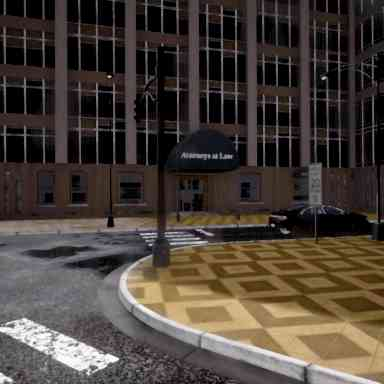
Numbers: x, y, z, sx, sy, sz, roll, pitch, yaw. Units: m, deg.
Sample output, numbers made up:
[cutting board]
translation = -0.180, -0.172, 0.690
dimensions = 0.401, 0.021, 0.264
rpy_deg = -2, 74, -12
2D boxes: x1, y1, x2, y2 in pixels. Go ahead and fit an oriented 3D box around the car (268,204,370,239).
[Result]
[car]
translation = 6.082, 1.309, 15.891
dimensions = 4.902, 1.511, 2.128
rpy_deg = 0, 0, -14
